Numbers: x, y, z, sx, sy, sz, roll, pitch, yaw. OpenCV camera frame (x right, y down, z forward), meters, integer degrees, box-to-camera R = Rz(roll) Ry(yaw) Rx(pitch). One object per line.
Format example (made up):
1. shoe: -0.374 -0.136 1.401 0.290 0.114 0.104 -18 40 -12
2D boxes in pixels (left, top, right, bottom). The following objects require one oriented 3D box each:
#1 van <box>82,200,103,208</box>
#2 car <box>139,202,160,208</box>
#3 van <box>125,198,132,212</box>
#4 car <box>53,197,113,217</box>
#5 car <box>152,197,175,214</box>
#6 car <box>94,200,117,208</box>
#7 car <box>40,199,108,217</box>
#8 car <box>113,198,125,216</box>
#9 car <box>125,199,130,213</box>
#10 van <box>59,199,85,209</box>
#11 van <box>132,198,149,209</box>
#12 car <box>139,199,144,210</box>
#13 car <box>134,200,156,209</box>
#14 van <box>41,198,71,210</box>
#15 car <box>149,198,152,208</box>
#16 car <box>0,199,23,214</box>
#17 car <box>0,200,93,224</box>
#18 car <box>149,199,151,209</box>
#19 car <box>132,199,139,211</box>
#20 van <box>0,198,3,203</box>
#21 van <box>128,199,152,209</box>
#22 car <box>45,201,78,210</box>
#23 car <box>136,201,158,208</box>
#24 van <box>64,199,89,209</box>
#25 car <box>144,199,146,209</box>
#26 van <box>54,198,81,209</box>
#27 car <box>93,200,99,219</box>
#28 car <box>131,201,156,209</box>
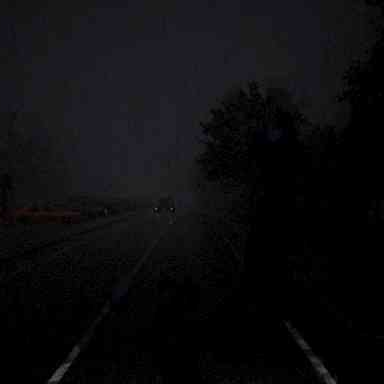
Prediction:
1. van: -23.503 2.873 78.978 4.442 1.987 1.878 0 -2 0
2. car: -10.299 3.211 81.747 4.892 1.521 2.231 0 -2 0
3. van: -10.442 1.729 42.927 4.442 1.987 1.878 0 -1 0
4. car: -10.363 1.567 31.828 4.553 1.767 2.185 0 -1 0
5. car: -3.340 1.675 42.232 2.150 2.045 5.566 0 -2 0
6. car: -23.352 3.295 90.177 5.566 2.045 2.435 0 -2 0
7. car: -10.339 1.633 29.049 5.008 1.535 2.097 0 -1 0
8. car: -10.302 1.505 34.602 5.566 2.045 2.435 0 -1 0
9. car: -10.330 1.928 40.145 4.674 1.452 2.002 0 -1 0
10. van: -23.510 2.325 65.263 4.442 1.987 1.878 0 -2 0
11. van: -10.202 2.060 56.804 4.442 1.987 1.878 0 -1 0
12. car: -10.291 2.183 51.246 4.792 1.488 2.163 0 -1 0
13. car: -10.278 2.751 73.430 4.553 1.767 2.185 0 -2 0
14. van: -23.281 2.065 56.973 4.442 1.987 1.878 0 -1 0
15. car: -10.344 2.182 62.339 5.566 2.045 2.435 0 -2 0
16. car: -23.375 1.768 40.354 4.553 1.767 2.185 0 -1 0
17. car: -10.150 1.537 23.508 5.366 1.575 1.946 0 -1 0
18. car: -10.346 2.382 59.579 4.792 1.488 2.163 0 -2 0
19. car: -10.329 2.021 45.697 5.008 1.535 2.097 0 -1 0
20. van: -23.525 1.602 37.588 4.442 1.987 1.878 0 -1 0
21. van: -10.197 2.319 65.112 4.442 1.987 1.878 0 -2 0
22. car: -23.402 2.356 59.737 5.008 1.535 2.097 0 -1 0
23. car: -10.277 2.862 76.204 4.553 1.767 2.185 0 -2 0
24. van: -23.509 2.430 67.906 4.442 1.987 1.878 0 -2 0
25. car: -10.322 2.260 54.023 4.674 1.452 2.002 0 -1 0
26. van: -23.279 2.209 62.363 4.442 1.987 1.878 0 -2 0
27. car: -10.340 1.584 26.277 4.892 1.521 2.231 0 -1 0
28. car: -10.305 2.766 70.651 5.008 1.535 2.097 0 -2 0
